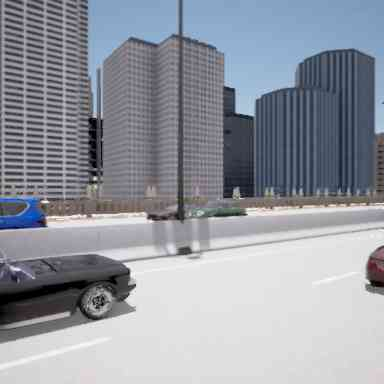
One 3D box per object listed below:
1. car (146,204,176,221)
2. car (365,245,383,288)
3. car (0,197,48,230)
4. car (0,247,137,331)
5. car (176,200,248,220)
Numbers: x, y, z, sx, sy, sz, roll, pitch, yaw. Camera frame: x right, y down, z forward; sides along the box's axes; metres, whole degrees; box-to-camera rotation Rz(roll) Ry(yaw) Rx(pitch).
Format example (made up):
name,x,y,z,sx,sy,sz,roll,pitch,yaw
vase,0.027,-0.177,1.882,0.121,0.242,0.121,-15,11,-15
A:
name,x,y,z,sx,sy,sz,roll,pitch,yaw
car,-0.695,1.548,24.992,5.357,1.411,2.033,0,0,-35
car,6.070,1.564,8.075,4.181,1.385,1.994,0,0,-35
car,-7.859,1.221,11.283,5.566,2.045,2.150,0,0,-35
car,-3.385,1.601,5.632,4.718,1.301,1.895,0,0,-35
car,1.554,1.352,22.296,4.553,1.767,2.097,0,0,-35
